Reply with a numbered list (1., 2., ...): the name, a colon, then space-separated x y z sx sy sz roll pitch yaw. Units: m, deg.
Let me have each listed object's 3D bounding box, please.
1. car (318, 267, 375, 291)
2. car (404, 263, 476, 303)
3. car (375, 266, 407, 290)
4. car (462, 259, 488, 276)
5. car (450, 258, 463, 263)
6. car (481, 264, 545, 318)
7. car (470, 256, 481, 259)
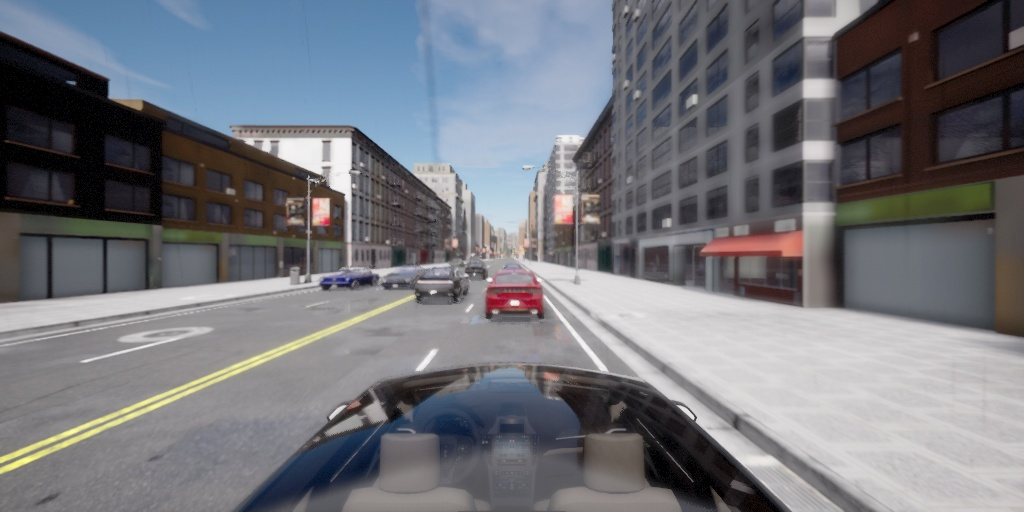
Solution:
1. car: -9.854 1.379 22.103 1.895 1.301 4.718 0 0 0
2. car: -3.154 1.261 16.830 2.128 1.511 4.902 0 0 0
3. car: -6.605 1.327 22.947 2.033 1.411 5.357 0 0 0
4. car: -3.158 1.301 32.684 1.837 1.490 4.892 0 0 0
5. car: -9.793 1.218 63.758 2.097 1.767 4.553 0 0 1
6. car: 0.095 1.243 13.088 1.882 1.535 5.008 0 0 0
7. car: -6.537 1.087 63.639 2.150 2.045 5.566 0 0 1
